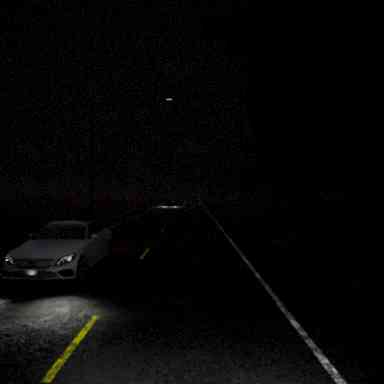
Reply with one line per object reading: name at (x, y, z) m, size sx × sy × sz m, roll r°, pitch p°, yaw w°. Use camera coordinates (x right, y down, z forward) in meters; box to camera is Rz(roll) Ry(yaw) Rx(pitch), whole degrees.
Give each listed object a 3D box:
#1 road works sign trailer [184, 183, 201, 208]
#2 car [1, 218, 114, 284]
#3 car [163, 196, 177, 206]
road works sign trailer at (0.112, 0.421, 48.627) m, size 2.380 × 3.560 × 2.880 m, roll 0°, pitch 0°, yaw 1°
car at (-3.579, 1.531, 9.757) m, size 1.812 × 1.442 × 4.674 m, roll 0°, pitch 0°, yaw 0°
car at (-3.454, 1.445, 52.703) m, size 1.837 × 1.490 × 4.892 m, roll 0°, pitch 0°, yaw 0°
